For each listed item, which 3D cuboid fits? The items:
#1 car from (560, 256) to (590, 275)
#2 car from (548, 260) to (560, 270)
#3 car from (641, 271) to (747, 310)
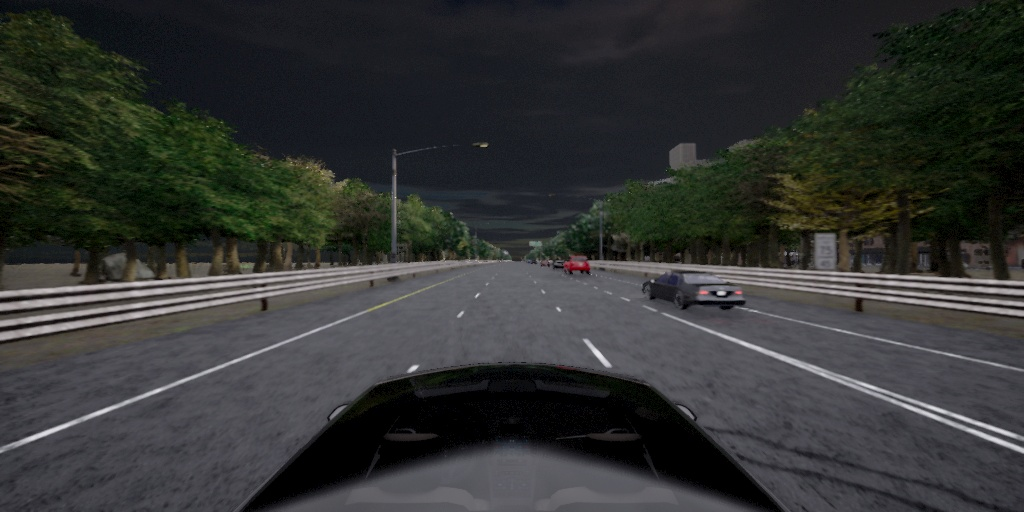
[{"bbox_3d":[7.027,0.988,39.334,2.150,2.045,5.566,0,0,0],"label":"car"},{"bbox_3d":[7.083,1.361,55.587,1.837,1.490,4.892,0,0,0],"label":"car"},{"bbox_3d":[7.022,1.297,14.535,2.033,1.411,5.357,0,0,0],"label":"car"}]
